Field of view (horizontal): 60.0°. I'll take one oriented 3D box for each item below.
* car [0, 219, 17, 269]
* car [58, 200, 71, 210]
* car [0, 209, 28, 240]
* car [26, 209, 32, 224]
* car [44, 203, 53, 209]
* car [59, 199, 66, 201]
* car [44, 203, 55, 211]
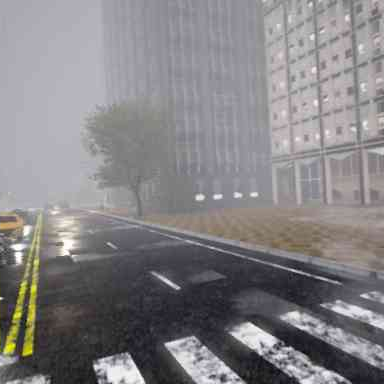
[{"bbox_3d":[-6.640,1.860,9.726,2.128,1.511,4.902,-3,0,-24],"label":"car"},{"bbox_3d":[-28.158,3.137,73.920,1.812,1.442,4.674,-3,0,-24],"label":"car"},{"bbox_3d":[-11.519,2.126,20.627,1.882,1.535,5.008,-3,0,-24],"label":"car"},{"bbox_3d":[-17.330,2.473,33.677,2.128,1.511,4.902,-3,0,-24],"label":"car"},{"bbox_3d":[-35.213,3.394,81.717,1.994,1.385,4.181,-3,0,-24],"label":"car"},{"bbox_3d":[-32.281,2.913,83.075,2.150,2.045,5.566,-3,0,-24],"label":"car"},{"bbox_3d":[-30.950,3.281,72.210,2.128,1.511,4.902,-3,0,-24],"label":"car"}]
